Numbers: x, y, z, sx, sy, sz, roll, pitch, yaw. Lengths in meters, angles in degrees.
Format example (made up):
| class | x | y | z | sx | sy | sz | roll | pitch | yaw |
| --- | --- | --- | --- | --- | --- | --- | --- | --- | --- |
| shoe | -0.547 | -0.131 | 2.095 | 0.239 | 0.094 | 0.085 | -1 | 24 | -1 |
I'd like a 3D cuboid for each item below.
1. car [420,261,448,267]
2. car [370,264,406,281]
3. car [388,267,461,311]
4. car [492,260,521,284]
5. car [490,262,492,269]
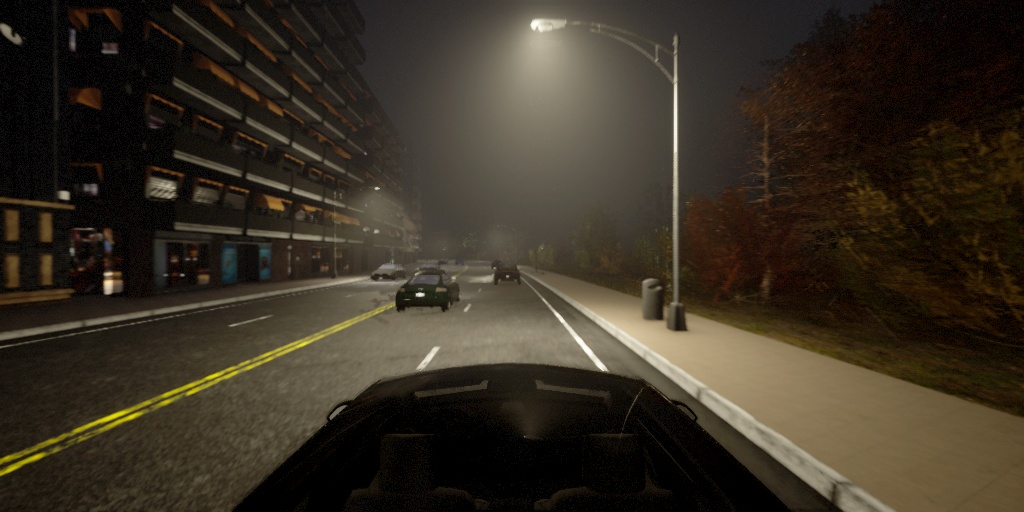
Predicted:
| class | x | y | z | sx | sy | sz | roll | pitch | yaw |
| --- | --- | --- | --- | --- | --- | --- | --- | --- | --- |
| car | -7.290 | 1.378 | 32.215 | 1.994 | 1.385 | 4.181 | 0 | 0 | -2 |
| car | -10.484 | 1.368 | 31.009 | 2.033 | 1.411 | 5.357 | 0 | 0 | -2 |
| car | -3.291 | 1.344 | 14.700 | 1.994 | 1.385 | 4.181 | 0 | 0 | -1 |
| car | -0.390 | 1.266 | 27.317 | 1.882 | 1.535 | 5.008 | 0 | 0 | -2 |
| car | -2.385 | 1.329 | 57.425 | 1.837 | 1.490 | 4.892 | 0 | 1 | -5 |
